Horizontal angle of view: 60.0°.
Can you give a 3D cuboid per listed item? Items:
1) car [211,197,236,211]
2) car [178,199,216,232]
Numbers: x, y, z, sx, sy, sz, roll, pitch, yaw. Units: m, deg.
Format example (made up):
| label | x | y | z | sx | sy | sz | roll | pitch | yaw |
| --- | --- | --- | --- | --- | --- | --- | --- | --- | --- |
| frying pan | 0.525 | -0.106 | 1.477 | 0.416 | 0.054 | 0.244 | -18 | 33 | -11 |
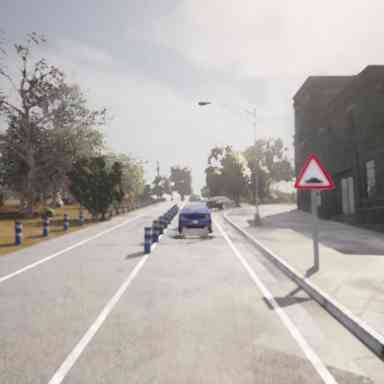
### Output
| label | x | y | z | sx | sy | sz | roll | pitch | yaw |
| --- | --- | --- | --- | --- | --- | --- | --- | --- | --- |
| car | 3.375 | 1.291 | 37.887 | 1.837 | 1.490 | 4.892 | -5 | -2 | 30 |
| car | 0.166 | 1.441 | 20.091 | 1.882 | 1.535 | 5.008 | 0 | 0 | 0 |
